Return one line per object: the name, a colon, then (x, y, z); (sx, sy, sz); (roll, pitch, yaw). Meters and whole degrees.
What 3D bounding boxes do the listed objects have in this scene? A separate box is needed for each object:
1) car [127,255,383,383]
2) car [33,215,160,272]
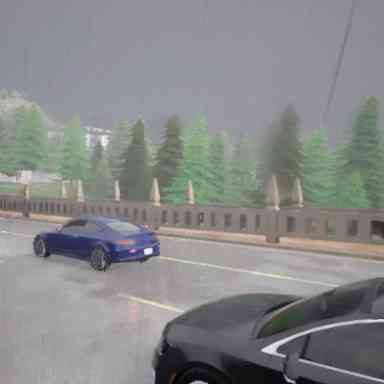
car: (1.842, 1.504, 2.679); (4.892, 1.490, 1.837); (0, 0, 36)
car: (-3.078, 1.443, 10.489); (4.674, 1.442, 1.812); (1, 0, 36)
